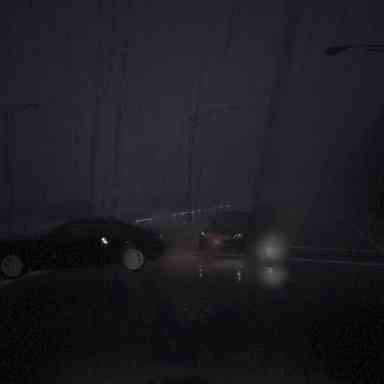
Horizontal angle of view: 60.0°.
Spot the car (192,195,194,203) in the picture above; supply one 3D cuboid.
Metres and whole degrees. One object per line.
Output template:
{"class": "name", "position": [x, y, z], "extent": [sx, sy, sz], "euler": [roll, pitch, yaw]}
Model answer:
{"class": "car", "position": [-2.262, 1.052, 44.614], "extent": [3.866, 1.878, 1.905], "euler": [0, 0, 19]}

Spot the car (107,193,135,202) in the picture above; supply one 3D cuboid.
{"class": "car", "position": [-13.569, 1.045, 65.307], "extent": [4.605, 1.855, 1.932], "euler": [0, 0, 19]}

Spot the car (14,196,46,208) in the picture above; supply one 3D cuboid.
{"class": "car", "position": [-21.533, 1.272, 44.304], "extent": [3.633, 1.501, 1.845], "euler": [0, 0, 19]}

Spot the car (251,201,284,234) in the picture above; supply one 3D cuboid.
{"class": "car", "position": [4.036, 1.490, 19.237], "extent": [1.837, 1.490, 4.892], "euler": [0, 0, 19]}

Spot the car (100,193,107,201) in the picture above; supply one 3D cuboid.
{"class": "car", "position": [-19.954, 1.013, 70.958], "extent": [3.866, 1.878, 1.905], "euler": [0, 0, 19]}

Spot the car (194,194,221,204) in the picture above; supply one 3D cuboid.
{"class": "car", "position": [1.869, 1.125, 56.723], "extent": [5.027, 1.636, 2.152], "euler": [0, 0, 19]}

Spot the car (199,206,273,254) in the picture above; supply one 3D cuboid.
{"class": "car", "position": [1.871, 1.514, 13.836], "extent": [1.812, 1.442, 4.674], "euler": [0, 0, 25]}

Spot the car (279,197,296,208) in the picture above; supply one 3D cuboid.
{"class": "car", "position": [13.716, 1.469, 47.584], "extent": [2.128, 1.511, 4.902], "euler": [0, 0, 19]}

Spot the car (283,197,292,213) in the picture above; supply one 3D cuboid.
{"class": "car", "position": [7.864, 1.487, 30.434], "extent": [1.837, 1.490, 4.892], "euler": [0, 0, 19]}

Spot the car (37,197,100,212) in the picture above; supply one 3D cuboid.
{"class": "car", "position": [-8.942, 1.355, 24.187], "extent": [3.633, 1.501, 1.845], "euler": [0, 0, 19]}

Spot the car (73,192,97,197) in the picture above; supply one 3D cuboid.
{"class": "car", "position": [-18.265, 1.248, 53.748], "extent": [4.514, 1.523, 2.007], "euler": [0, 0, 19]}

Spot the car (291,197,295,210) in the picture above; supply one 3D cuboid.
{"class": "car", "position": [9.924, 1.544, 36.465], "extent": [1.994, 1.385, 4.181], "euler": [0, 0, 19]}

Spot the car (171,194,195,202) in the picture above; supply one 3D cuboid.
{"class": "car", "position": [-1.853, 1.257, 68.644], "extent": [4.514, 1.523, 2.007], "euler": [0, 0, 19]}

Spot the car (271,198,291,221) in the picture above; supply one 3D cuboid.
{"class": "car", "position": [5.967, 1.475, 24.877], "extent": [2.128, 1.511, 4.902], "euler": [0, 0, 19]}

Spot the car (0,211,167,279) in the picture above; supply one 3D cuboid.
{"class": "car", "position": [-3.251, 1.475, 9.829], "extent": [5.008, 1.535, 1.882], "euler": [0, 0, -15]}

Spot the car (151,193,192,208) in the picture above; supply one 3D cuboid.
{"class": "car", "position": [-2.810, 1.074, 41.731], "extent": [4.605, 1.855, 1.932], "euler": [0, 0, 19]}

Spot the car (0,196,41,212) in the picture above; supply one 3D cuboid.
{"class": "car", "position": [-15.003, 1.355, 29.404], "extent": [3.806, 1.475, 1.970], "euler": [0, 0, 19]}

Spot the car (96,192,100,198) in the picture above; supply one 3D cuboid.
{"class": "car", "position": [-21.607, 1.297, 68.010], "extent": [3.806, 1.475, 1.970], "euler": [0, 0, 19]}
